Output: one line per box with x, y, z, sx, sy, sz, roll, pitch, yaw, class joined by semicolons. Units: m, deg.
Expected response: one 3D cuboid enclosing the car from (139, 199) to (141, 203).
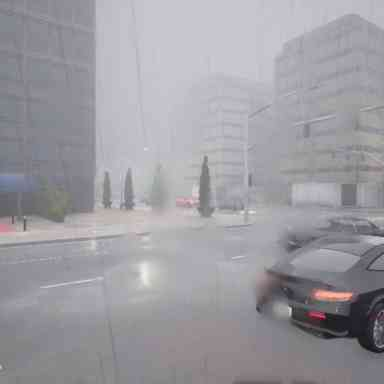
-8.767;1.564;65.750;1.994;1.385;4.181;0;0;-35;car

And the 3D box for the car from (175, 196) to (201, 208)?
-0.500;1.352;47.535;2.097;1.767;4.553;0;0;-35;car

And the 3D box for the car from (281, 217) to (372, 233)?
5.295;1.601;12.101;4.718;1.301;1.895;0;0;-36;car

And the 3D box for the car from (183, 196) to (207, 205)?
0.523;1.526;58.605;1.812;1.442;4.674;0;0;-35;car

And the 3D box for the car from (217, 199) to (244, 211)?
4.885;1.564;39.858;1.994;1.385;4.181;0;0;-35;car

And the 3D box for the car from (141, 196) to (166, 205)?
-6.196;1.564;55.671;1.994;1.385;4.181;0;0;-35;car

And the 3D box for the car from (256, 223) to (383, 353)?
3.190;1.526;6.098;4.674;1.442;1.812;0;0;-35;car

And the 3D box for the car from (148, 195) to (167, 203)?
-7.325;1.503;69.726;1.837;1.490;4.892;0;0;-35;car
